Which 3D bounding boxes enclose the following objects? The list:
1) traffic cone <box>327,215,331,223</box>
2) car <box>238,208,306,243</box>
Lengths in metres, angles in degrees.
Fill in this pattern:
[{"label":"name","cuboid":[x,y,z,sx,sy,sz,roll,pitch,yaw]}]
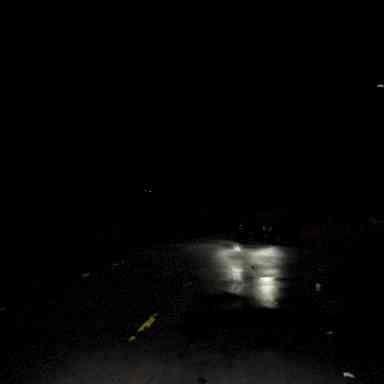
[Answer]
[{"label":"traffic cone","cuboid":[11.006,2.177,26.624,0.340,0.580,0.340,1,0,-33]},{"label":"car","cuboid":[4.222,1.603,17.106,1.882,1.535,5.008,0,0,39]}]
